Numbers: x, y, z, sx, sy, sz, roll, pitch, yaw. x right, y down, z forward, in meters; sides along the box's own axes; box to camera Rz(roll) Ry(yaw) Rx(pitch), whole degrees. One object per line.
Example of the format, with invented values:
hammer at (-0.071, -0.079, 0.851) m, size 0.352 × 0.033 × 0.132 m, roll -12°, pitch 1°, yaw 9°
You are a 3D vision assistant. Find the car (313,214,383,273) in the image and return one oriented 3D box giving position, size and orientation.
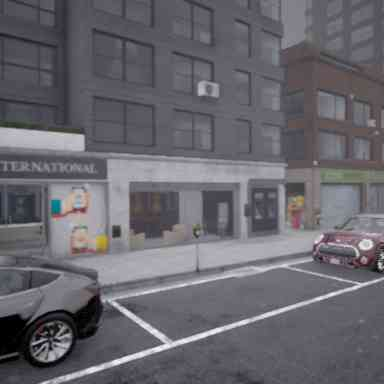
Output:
car at (5.676, 1.445, 10.595) m, size 4.097 × 1.590 × 1.967 m, roll 0°, pitch -1°, yaw -36°

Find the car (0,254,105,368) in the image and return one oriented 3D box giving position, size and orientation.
car at (-3.289, 1.566, 4.194) m, size 4.313 × 1.339 × 1.947 m, roll 0°, pitch -1°, yaw -36°
